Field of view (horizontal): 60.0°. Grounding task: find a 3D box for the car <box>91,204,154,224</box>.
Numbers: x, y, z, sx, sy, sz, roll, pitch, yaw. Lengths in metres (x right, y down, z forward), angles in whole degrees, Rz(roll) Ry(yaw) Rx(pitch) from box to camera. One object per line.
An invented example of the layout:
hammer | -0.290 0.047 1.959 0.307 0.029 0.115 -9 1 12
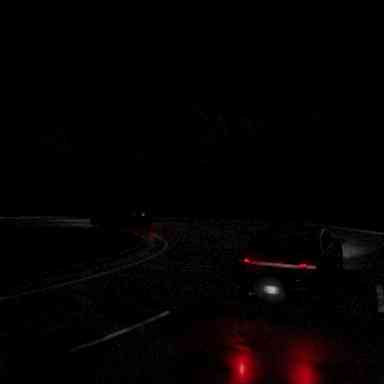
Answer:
car | -5.860 1.794 28.113 4.902 1.511 2.128 -1 -1 23

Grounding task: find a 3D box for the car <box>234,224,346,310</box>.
car | 2.540 1.540 8.101 2.128 1.511 4.902 0 0 27

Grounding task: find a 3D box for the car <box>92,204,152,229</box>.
car | -5.101 1.611 23.817 4.553 1.767 2.097 -1 0 34
